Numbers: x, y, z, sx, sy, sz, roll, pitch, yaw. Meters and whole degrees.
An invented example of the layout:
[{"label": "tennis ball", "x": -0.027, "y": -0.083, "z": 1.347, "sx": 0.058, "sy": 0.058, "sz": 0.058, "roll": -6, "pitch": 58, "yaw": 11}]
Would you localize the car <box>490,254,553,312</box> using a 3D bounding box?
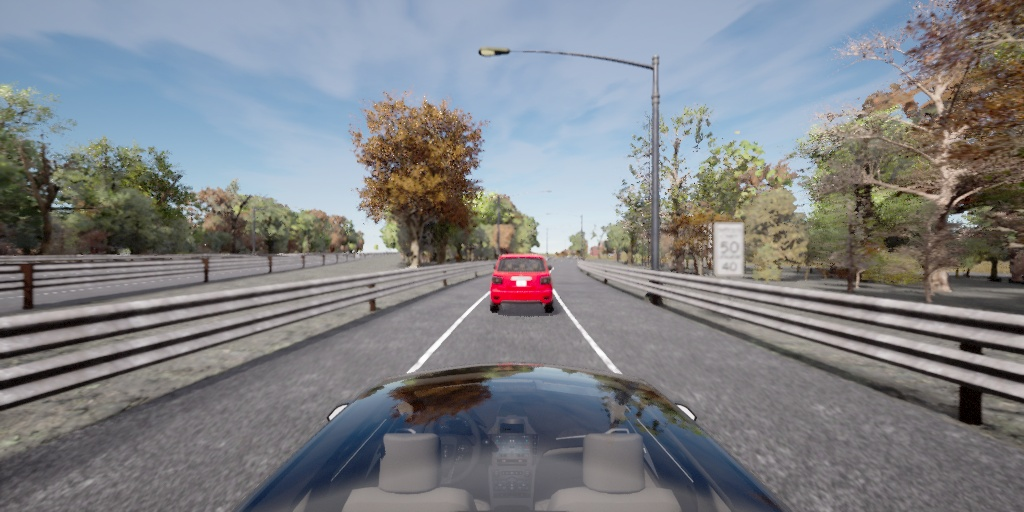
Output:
[{"label": "car", "x": 0.413, "y": 0.940, "z": 14.105, "sx": 2.150, "sy": 2.045, "sz": 5.566, "roll": 0, "pitch": 0, "yaw": 2}]
